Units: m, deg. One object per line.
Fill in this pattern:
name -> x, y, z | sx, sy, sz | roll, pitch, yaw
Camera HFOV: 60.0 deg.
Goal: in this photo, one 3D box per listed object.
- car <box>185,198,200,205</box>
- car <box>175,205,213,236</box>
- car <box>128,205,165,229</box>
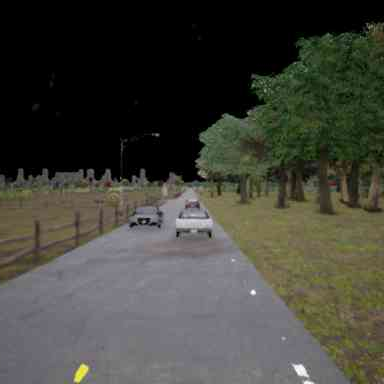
car -> 0.091, 1.483, 42.596 | 1.812, 1.442, 4.674 | 0, 0, 0
car -> 0.093, 1.615, 18.367 | 1.895, 1.301, 4.718 | 0, 0, 0
car -> -2.855, 1.576, 21.679 | 1.994, 1.385, 4.181 | 0, 0, 0
